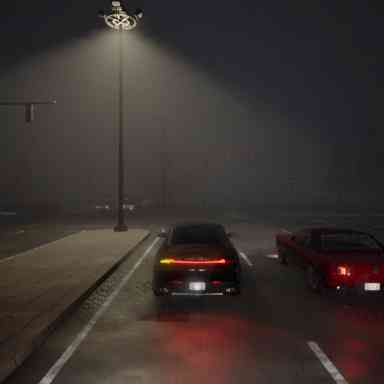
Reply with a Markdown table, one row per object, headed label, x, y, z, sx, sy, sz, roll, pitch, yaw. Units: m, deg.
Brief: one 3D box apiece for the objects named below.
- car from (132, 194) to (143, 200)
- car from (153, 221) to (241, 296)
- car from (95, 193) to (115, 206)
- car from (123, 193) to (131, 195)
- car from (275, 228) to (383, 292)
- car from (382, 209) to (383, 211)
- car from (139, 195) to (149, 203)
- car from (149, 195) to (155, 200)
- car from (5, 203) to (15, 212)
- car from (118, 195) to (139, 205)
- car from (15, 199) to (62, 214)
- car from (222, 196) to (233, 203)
| label | x | y | z | sx | sy | sz | roll | pitch | yaw |
| --- | --- | --- | --- | --- | --- | --- | --- | --- | --- |
| car | -14.353 | 1.368 | 88.217 | 2.033 | 1.411 | 5.357 | 0 | 0 | 1 |
| car | 0.126 | 1.504 | 8.608 | 1.837 | 1.490 | 4.892 | 0 | 0 | 1 |
| car | -14.722 | 1.218 | 56.672 | 2.150 | 2.045 | 5.566 | 0 | 0 | 1 |
| car | -14.540 | 1.221 | 72.663 | 2.150 | 2.045 | 5.566 | 0 | 0 | 0 |
| car | 3.630 | 1.600 | 8.853 | 1.895 | 1.301 | 4.718 | 0 | 0 | 1 |
| car | 21.049 | 1.599 | 31.935 | 4.718 | 1.301 | 1.895 | 0 | 0 | 1 |
| car | -11.046 | 1.496 | 71.811 | 1.837 | 1.490 | 4.892 | 0 | 0 | 0 |
| car | -10.881 | 1.511 | 87.037 | 1.895 | 1.301 | 4.718 | 0 | 0 | 1 |
| car | -18.919 | 1.524 | 38.324 | 4.674 | 1.442 | 1.812 | 0 | 1 | -31 |
| car | -11.201 | 1.597 | 59.308 | 1.895 | 1.301 | 4.718 | 0 | 0 | 1 |
| car | -16.401 | 1.562 | 36.137 | 4.181 | 1.385 | 1.994 | 0 | 0 | -38 |
| car | 7.465 | 1.551 | 70.591 | 1.994 | 1.385 | 4.181 | 0 | 0 | 0 |
